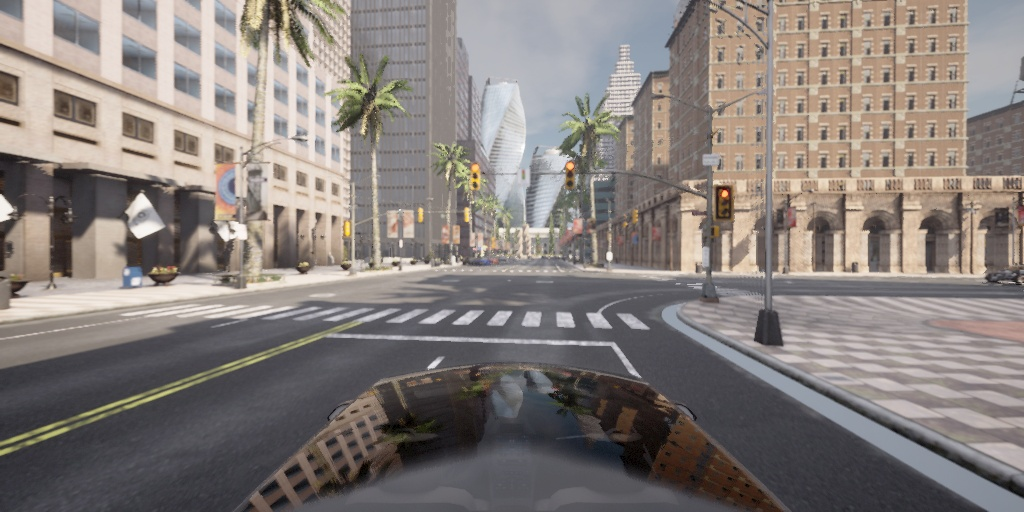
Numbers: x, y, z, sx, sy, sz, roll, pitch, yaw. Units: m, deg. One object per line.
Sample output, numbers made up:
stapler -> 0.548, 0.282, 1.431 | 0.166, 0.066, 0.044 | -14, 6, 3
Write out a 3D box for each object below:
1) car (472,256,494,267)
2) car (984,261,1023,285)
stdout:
car -> -4.758, 0.939, 59.734 | 1.882, 1.535, 5.008 | 0, 0, 6
car -> 37.048, 1.315, 25.575 | 4.674, 1.442, 1.812 | 0, 0, 6
